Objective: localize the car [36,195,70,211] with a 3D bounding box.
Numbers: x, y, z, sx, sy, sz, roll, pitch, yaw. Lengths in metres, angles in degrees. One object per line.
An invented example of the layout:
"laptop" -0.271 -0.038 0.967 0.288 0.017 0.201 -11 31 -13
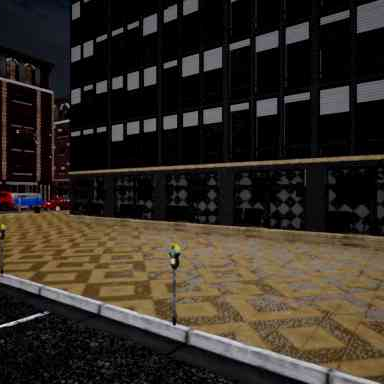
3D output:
"car" -13.495 1.269 35.083 1.887 1.381 4.507 1 1 35

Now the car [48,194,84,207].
"car" -16.737 1.079 44.207 1.967 1.590 4.097 1 1 35

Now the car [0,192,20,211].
"car" -21.029 1.002 33.749 2.150 2.045 5.566 0 1 35

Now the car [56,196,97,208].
"car" -14.750 1.245 42.766 1.895 1.301 4.718 0 1 35

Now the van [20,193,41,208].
"van" -19.972 1.050 39.566 1.690 1.788 3.998 1 1 35
